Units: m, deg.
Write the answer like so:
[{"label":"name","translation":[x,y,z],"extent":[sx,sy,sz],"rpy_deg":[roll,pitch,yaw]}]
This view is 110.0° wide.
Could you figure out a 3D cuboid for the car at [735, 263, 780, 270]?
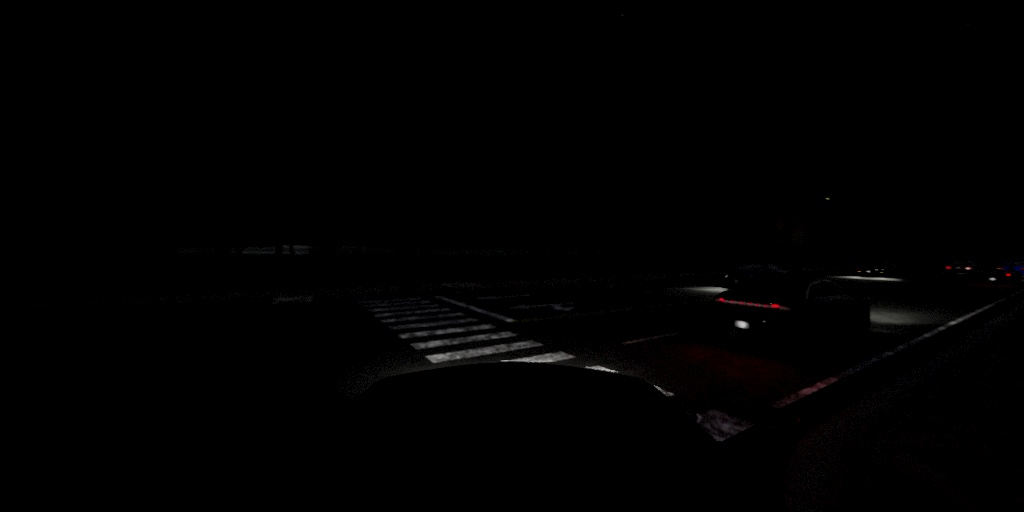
[{"label":"car","translation":[14.428,1.122,21.103],"extent":[4.674,1.442,1.812],"rpy_deg":[0,1,-32]}]

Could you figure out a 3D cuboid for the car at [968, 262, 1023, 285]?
[{"label":"car","translation":[35.468,1.311,26.189],"extent":[4.718,1.301,1.895],"rpy_deg":[0,1,-31]}]

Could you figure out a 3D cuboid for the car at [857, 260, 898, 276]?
[{"label":"car","translation":[33.075,1.106,32.431],"extent":[4.892,1.490,1.837],"rpy_deg":[0,1,-31]}]

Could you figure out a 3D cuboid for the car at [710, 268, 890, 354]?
[{"label":"car","translation":[6.843,1.209,8.709],"extent":[4.902,1.511,2.128],"rpy_deg":[0,1,-32]}]

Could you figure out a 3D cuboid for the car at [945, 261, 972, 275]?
[{"label":"car","translation":[45.321,1.199,36.011],"extent":[5.357,1.411,2.033],"rpy_deg":[0,1,-31]}]
